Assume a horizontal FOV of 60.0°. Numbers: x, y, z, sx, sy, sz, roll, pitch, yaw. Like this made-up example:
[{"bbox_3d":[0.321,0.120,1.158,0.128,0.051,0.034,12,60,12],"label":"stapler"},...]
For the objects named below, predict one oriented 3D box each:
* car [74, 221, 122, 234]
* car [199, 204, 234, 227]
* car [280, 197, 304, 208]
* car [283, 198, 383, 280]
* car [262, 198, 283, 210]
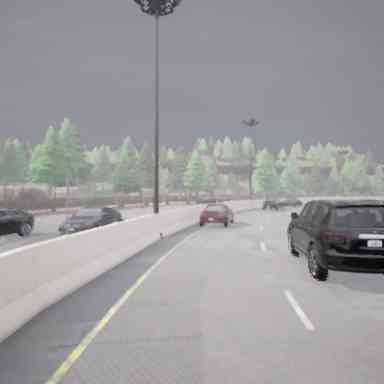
[{"bbox_3d":[-5.201,1.496,17.739,1.812,1.442,4.674,0,0,11],"label":"car"},{"bbox_3d":[1.722,1.514,22.636,1.812,1.442,4.674,0,0,14],"label":"car"},{"bbox_3d":[15.408,1.555,51.077,2.033,1.411,5.357,0,0,34],"label":"car"},{"bbox_3d":[4.348,1.227,9.980,2.150,2.045,5.566,0,0,7],"label":"car"},{"bbox_3d":[10.323,1.503,42.038,1.837,1.490,4.892,0,0,28],"label":"car"}]
